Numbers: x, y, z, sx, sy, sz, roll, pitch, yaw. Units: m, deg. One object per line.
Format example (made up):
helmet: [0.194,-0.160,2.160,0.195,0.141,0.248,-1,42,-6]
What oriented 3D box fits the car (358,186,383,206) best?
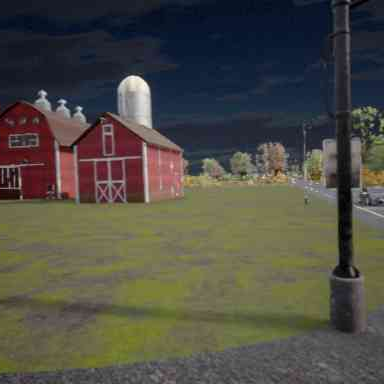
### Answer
car: [14.729,0.287,26.741,1.837,1.490,4.892,-2,2,15]
